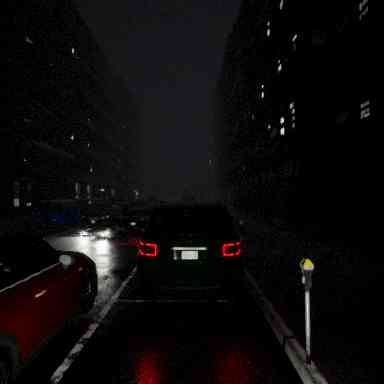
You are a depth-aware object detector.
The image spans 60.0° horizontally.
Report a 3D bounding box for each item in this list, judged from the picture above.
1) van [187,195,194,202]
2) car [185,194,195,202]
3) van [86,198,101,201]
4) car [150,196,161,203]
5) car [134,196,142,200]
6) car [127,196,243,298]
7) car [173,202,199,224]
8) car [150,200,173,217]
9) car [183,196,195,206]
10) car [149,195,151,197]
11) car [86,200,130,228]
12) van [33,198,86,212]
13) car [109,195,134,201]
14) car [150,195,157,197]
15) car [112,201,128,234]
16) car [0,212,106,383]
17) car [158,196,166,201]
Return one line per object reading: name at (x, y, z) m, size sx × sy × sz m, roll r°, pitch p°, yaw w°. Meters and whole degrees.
van at (-0.471, 1.575, 87.068) m, size 1.690 × 1.788 × 3.998 m, roll 1°, pitch 0°, yaw 0°
car at (-0.470, 1.521, 81.536) m, size 2.192 × 1.841 × 5.009 m, roll 1°, pitch 0°, yaw 0°
van at (-8.313, 1.368, 26.285) m, size 1.690 × 1.788 × 3.998 m, roll 1°, pitch 0°, yaw 0°
car at (-8.321, 1.725, 76.059) m, size 1.887 × 1.381 × 4.507 m, roll 1°, pitch 0°, yaw 0°
car at (-8.313, 1.379, 42.876) m, size 2.192 × 1.841 × 5.009 m, roll 1°, pitch 0°, yaw 0°
car at (-0.039, 1.233, 8.683) m, size 2.150 × 2.045 × 5.566 m, roll 0°, pitch 0°, yaw 0°
car at (-0.437, 1.572, 26.224) m, size 1.887 × 1.381 × 4.507 m, roll 1°, pitch 0°, yaw 0°
car at (-2.933, 1.565, 32.652) m, size 1.812 × 1.442 × 4.674 m, roll 0°, pitch 0°, yaw 0°
car at (-0.471, 1.553, 59.411) m, size 1.967 × 1.590 × 4.097 m, roll 1°, pitch 0°, yaw 0°
car at (-8.320, 1.660, 53.938) m, size 1.947 × 1.339 × 4.313 m, roll 1°, pitch 0°, yaw 0°
car at (-5.869, 1.511, 22.206) m, size 2.128 × 1.511 × 4.902 m, roll 0°, pitch 0°, yaw 0°
van at (-8.312, 1.359, 20.753) m, size 1.690 × 1.788 × 3.998 m, roll 2°, pitch 0°, yaw 0°
car at (-8.313, 1.365, 37.346) m, size 2.192 × 1.841 × 5.009 m, roll 1°, pitch 0°, yaw 0°
car at (-8.315, 1.471, 70.528) m, size 2.192 × 1.841 × 5.009 m, roll 1°, pitch 0°, yaw 0°
car at (-3.018, 1.493, 19.527) m, size 1.882 × 1.535 × 5.008 m, roll 0°, pitch 0°, yaw 0°
car at (-2.924, 1.355, 4.772) m, size 2.097 × 1.767 × 4.553 m, roll 0°, pitch 0°, yaw 0°
car at (-8.323, 1.847, 92.652) m, size 1.802 × 1.307 × 4.206 m, roll 1°, pitch 0°, yaw 0°
